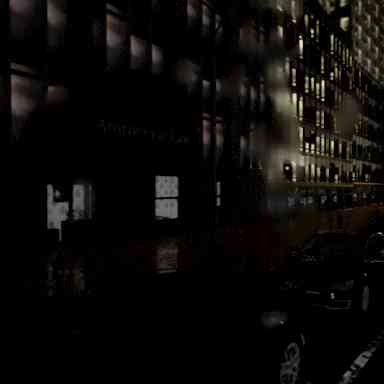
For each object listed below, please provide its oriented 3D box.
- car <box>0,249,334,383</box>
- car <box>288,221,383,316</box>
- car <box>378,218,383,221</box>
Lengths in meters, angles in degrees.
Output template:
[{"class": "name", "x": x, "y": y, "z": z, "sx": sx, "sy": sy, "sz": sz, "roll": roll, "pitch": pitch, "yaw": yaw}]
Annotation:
[{"class": "car", "x": -0.406, "y": 1.544, "z": 3.248, "sx": 1.887, "sy": 1.381, "sz": 4.507, "roll": -1, "pitch": 0, "yaw": 42}, {"class": "car", "x": 3.384, "y": 1.549, "z": 7.483, "sx": 2.008, "sy": 1.369, "sz": 4.403, "roll": -1, "pitch": 0, "yaw": 42}, {"class": "car", "x": 7.176, "y": 1.579, "z": 11.717, "sx": 1.802, "sy": 1.307, "sz": 4.206, "roll": -1, "pitch": 0, "yaw": 42}]
